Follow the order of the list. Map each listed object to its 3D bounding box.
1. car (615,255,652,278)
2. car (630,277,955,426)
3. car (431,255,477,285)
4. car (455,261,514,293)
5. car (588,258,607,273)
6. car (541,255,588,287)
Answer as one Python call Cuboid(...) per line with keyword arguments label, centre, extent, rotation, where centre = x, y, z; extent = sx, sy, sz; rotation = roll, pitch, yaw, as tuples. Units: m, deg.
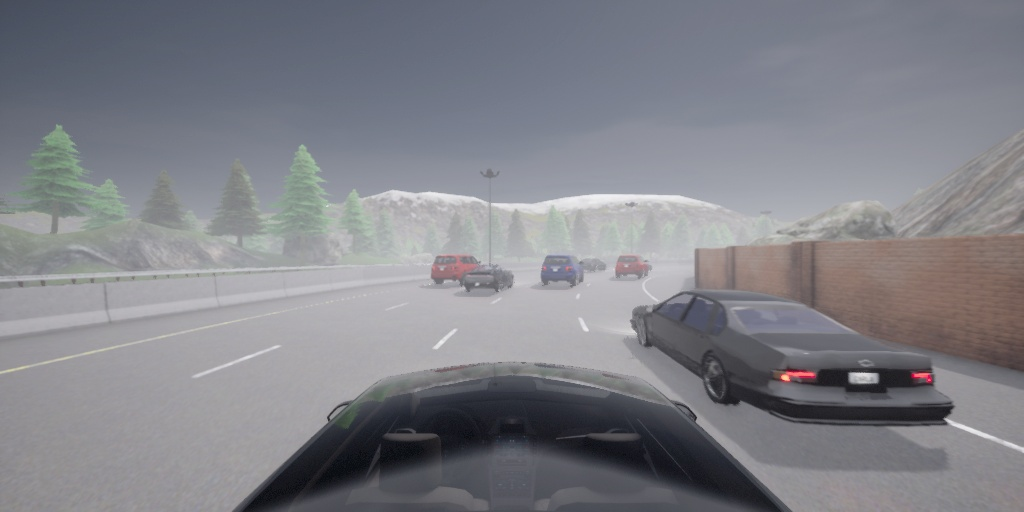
Cuboid(label="car", centre=(10.904, 0.942, 32.456), extent=(2.150, 2.045, 5.566), rotation=(-1, 0, 28))
Cuboid(label="car", centre=(3.675, 1.293, 6.172), extent=(2.033, 1.411, 5.357), rotation=(0, 0, 2))
Cuboid(label="car", centre=(-3.602, 0.946, 25.514), extent=(2.150, 2.045, 5.566), rotation=(-1, 0, 19))
Cuboid(label="car", centre=(-1.186, 1.224, 20.481), extent=(2.128, 1.511, 4.902), rotation=(0, 0, 13))
Cuboid(label="car", centre=(9.927, 1.060, 43.684), extent=(2.097, 1.767, 4.553), rotation=(0, 0, 36))
Cuboid(label="car", centre=(3.575, 0.949, 24.712), extent=(2.150, 2.045, 5.566), rotation=(0, 0, 19))
